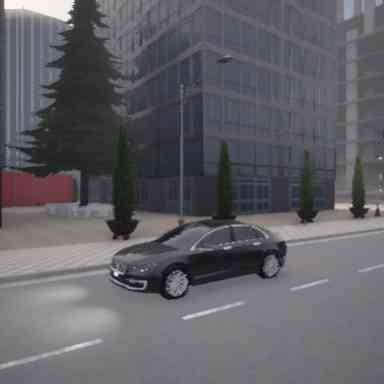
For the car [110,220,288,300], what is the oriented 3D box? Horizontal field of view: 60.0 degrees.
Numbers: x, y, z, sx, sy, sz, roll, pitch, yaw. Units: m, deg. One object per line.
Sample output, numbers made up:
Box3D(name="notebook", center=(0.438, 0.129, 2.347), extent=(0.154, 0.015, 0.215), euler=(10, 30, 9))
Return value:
Box3D(name="car", center=(0.375, 1.507, 8.486), extent=(4.892, 1.490, 1.837), euler=(0, 0, -35))
